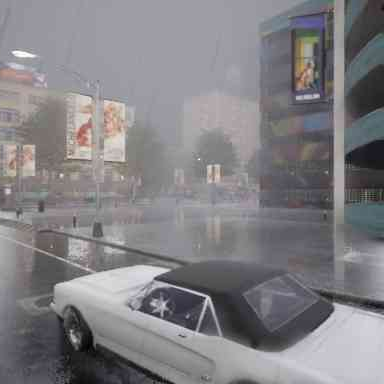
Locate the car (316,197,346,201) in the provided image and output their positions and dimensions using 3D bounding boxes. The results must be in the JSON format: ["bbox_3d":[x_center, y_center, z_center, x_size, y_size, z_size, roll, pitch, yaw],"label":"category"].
[{"bbox_3d":[17.422,1.320,42.551,4.674,1.452,2.002,0,0,-42],"label":"car"}]

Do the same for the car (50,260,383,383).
[{"bbox_3d":[0.095,1.601,4.338,4.718,1.301,1.895,0,0,40],"label":"car"}]
